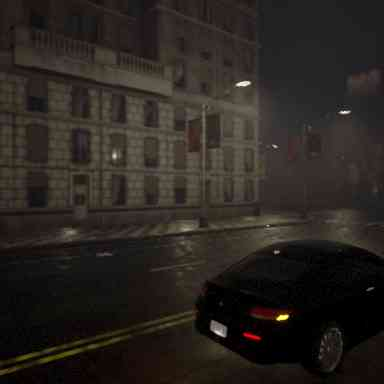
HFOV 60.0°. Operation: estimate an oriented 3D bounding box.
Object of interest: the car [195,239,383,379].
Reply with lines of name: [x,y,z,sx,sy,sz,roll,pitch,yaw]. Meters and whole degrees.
car: [2.189,1.528,5.490,4.674,1.442,1.812,0,0,-36]
